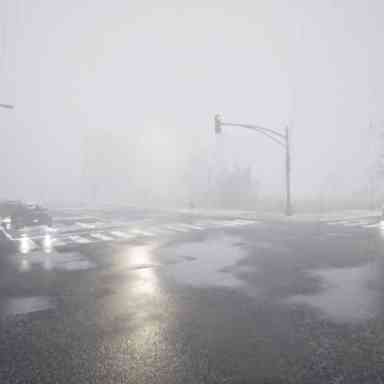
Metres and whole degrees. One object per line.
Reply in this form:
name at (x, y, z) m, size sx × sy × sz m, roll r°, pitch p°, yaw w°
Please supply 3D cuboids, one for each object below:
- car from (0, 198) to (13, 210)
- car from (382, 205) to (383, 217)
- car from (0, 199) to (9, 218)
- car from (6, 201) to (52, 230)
car at (-23.593, 1.484, 41.278) m, size 1.895 × 1.301 × 4.718 m, roll -2°, pitch 1°, yaw -33°
car at (14.736, 0.875, 22.334) m, size 4.553 × 1.767 × 2.097 m, roll -1°, pitch 1°, yaw -35°
car at (-15.614, 1.471, 29.144) m, size 1.994 × 1.385 × 4.181 m, roll -2°, pitch 1°, yaw -35°
car at (-10.133, 1.486, 20.863) m, size 1.994 × 1.385 × 4.181 m, roll -2°, pitch 1°, yaw -33°
